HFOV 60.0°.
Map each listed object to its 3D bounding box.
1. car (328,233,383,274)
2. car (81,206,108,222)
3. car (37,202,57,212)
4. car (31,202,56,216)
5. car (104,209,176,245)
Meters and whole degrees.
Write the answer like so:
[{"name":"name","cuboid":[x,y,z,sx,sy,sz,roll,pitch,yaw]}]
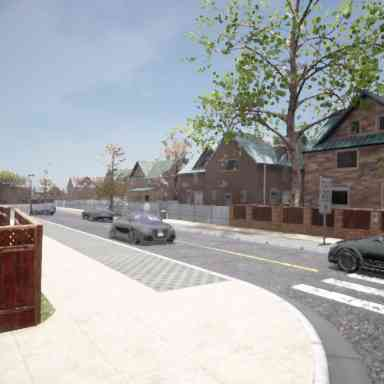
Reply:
[{"name":"car","cuboid":[6.016,1.688,9.191,1.994,1.385,4.181,2,-2,-34]},{"name":"car","cuboid":[-8.907,1.975,31.180,1.994,1.385,4.181,2,-2,-34]},{"name":"car","cuboid":[-22.232,2.273,50.811,1.994,1.385,4.181,2,-2,-34]},{"name":"car","cuboid":[-17.170,2.028,38.192,1.994,1.385,4.181,2,-2,-34]},{"name":"car","cuboid":[-2.512,1.725,16.506,1.994,1.385,4.181,2,-2,-34]}]
